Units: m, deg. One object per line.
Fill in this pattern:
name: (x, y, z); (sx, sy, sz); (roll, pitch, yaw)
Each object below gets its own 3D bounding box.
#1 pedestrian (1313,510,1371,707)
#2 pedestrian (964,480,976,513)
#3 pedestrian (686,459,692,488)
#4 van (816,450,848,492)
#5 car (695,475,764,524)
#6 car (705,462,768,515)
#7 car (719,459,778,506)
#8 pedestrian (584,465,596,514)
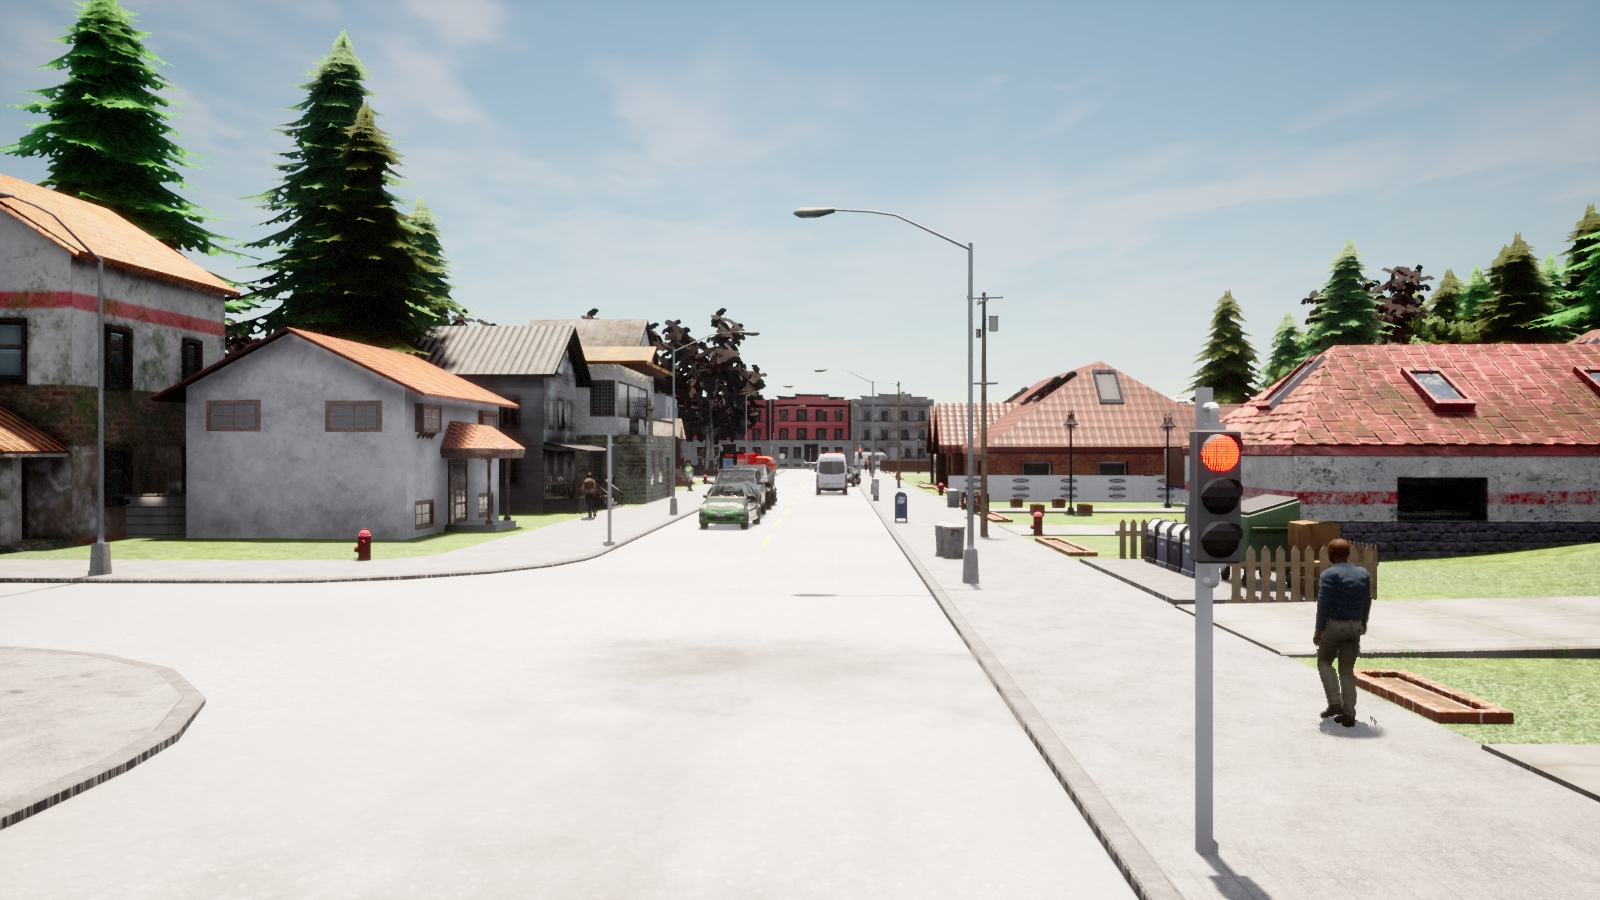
pedestrian: (5.269, 1.524, 11.116); (0.375, 1.860, 0.375); (0, 0, -4)
pedestrian: (6.616, 1.803, 44.450); (0.375, 1.300, 0.375); (0, 0, -3)
pedestrian: (-7.231, 1.524, 74.484); (0.375, 1.860, 0.375); (0, 0, 5)
van: (2.035, 1.315, 73.194); (1.988, 2.561, 5.915); (0, 0, 2)
car: (-2.533, 1.779, 41.798); (1.851, 1.617, 3.988); (0, 0, 7)
car: (-2.626, 1.559, 48.404); (2.150, 2.045, 5.566); (0, 0, 2)
car: (-2.451, 1.534, 55.813); (2.390, 2.098, 6.274); (0, 0, 2)
pedestrian: (-8.139, 1.525, 44.345); (0.375, 1.860, 0.375); (0, 0, 1)
